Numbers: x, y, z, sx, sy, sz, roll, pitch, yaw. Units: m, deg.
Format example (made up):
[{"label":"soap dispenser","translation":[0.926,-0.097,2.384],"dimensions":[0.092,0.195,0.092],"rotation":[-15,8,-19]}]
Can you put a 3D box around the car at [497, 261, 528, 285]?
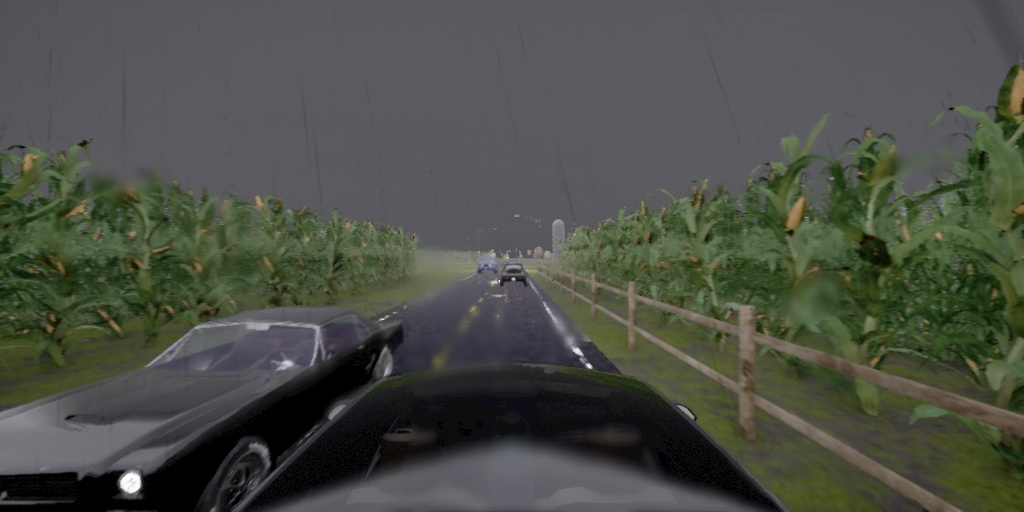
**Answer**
[{"label":"car","translation":[0.105,1.279,26.273],"dimensions":[1.837,1.490,4.892],"rotation":[0,1,0]}]

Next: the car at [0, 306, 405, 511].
[{"label":"car","translation":[-2.844,1.352,4.146],"dimensions":[1.895,1.301,4.718],"rotation":[0,0,0]}]

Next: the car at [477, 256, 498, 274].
[{"label":"car","translation":[-2.825,1.022,42.007],"dimensions":[2.150,2.045,5.566],"rotation":[0,0,0]}]
